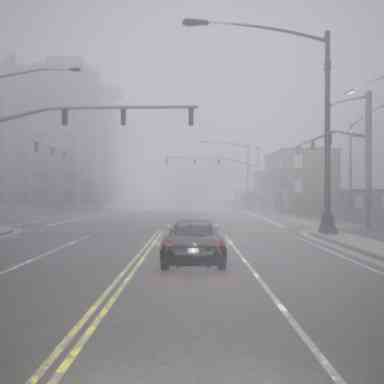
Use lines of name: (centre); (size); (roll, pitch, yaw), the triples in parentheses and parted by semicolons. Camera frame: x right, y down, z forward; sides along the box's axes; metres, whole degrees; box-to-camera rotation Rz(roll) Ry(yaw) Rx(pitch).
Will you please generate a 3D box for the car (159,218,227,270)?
car: (0.042, 1.564, 11.061); (1.994, 1.385, 4.181); (0, 0, 0)
